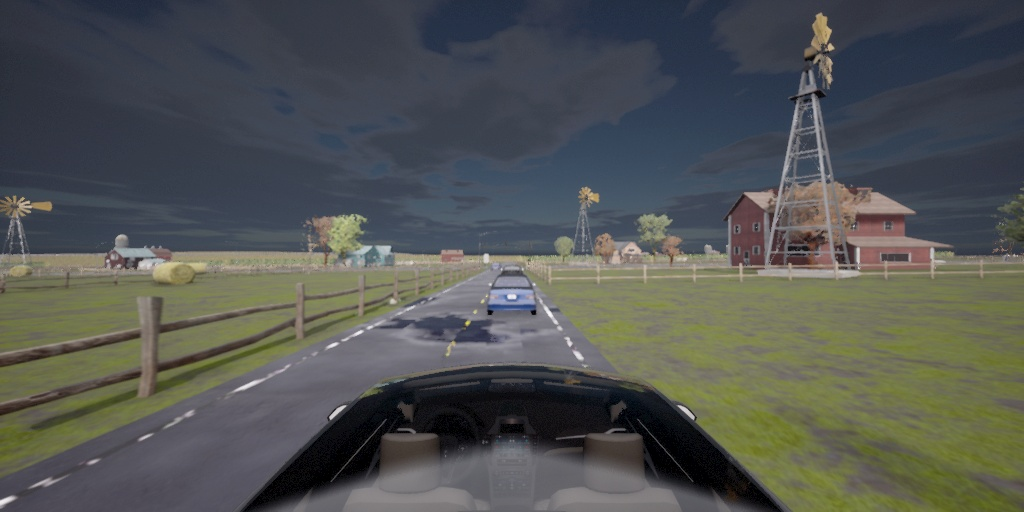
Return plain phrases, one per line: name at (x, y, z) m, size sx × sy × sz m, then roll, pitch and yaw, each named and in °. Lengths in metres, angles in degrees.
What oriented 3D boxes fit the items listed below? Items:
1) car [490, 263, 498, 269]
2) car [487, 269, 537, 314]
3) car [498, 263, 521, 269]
car at (-2.809, 1.890, 62.853) m, size 1.812 × 1.442 × 4.674 m, roll 0°, pitch -1°, yaw 1°
car at (0.010, 1.420, 14.333) m, size 2.033 × 1.411 × 5.357 m, roll 0°, pitch -1°, yaw 0°
car at (0.025, 1.515, 31.098) m, size 1.882 × 1.535 × 5.008 m, roll 0°, pitch 0°, yaw 0°
